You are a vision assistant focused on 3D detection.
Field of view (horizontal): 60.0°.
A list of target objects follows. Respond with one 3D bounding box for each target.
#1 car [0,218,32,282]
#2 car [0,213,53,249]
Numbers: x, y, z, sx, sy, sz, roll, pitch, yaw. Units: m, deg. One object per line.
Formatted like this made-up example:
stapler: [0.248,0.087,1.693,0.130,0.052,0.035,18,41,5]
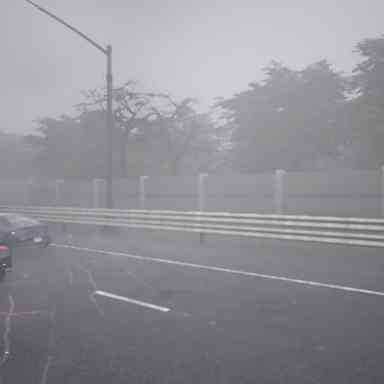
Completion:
car: [-6.499,1.528,8.503,4.902,1.511,2.128,0,0,35]
car: [-7.537,1.586,13.519,4.674,1.442,1.812,0,0,35]
